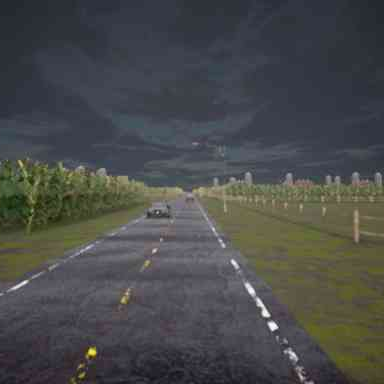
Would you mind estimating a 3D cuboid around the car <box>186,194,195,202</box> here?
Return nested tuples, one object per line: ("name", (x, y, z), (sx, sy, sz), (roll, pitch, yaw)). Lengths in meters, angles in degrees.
("car", (-0.367, 1.384, 70.149), (1.837, 1.490, 4.892), (0, 0, 0))

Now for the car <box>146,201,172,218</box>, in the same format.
("car", (-2.908, 1.541, 30.081), (1.994, 1.385, 4.181), (0, 0, 0))

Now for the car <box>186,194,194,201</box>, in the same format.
("car", (-0.422, 1.221, 80.571), (1.882, 1.535, 5.008), (0, 0, 0))
